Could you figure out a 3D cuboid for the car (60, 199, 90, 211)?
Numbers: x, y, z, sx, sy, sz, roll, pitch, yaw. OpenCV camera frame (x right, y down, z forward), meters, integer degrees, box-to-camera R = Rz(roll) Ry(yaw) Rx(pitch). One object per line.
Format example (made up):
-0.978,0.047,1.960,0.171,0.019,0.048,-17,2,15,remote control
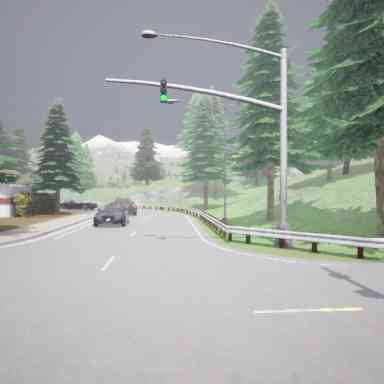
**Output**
-13.749,1.546,39.673,4.718,1.301,1.895,0,0,11,car

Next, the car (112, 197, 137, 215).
-6.754,1.304,32.313,2.097,1.767,4.553,0,0,-22,car

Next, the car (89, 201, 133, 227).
-5.376,1.529,22.585,1.994,1.385,4.181,0,0,-5,car
